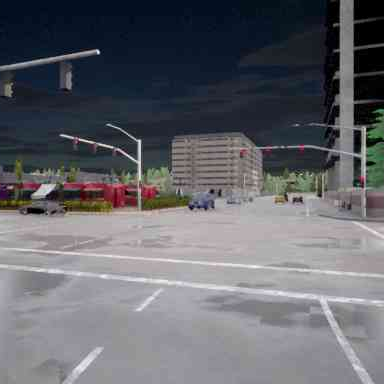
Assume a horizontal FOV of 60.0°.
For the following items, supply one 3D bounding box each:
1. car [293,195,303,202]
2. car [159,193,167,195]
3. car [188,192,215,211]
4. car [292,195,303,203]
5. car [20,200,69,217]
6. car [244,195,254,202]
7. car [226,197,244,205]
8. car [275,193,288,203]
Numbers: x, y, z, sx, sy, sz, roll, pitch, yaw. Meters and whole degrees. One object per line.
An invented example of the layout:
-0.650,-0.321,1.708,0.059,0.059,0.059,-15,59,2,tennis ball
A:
24.780,1.525,77.346,2.128,1.511,4.902,0,0,19,car
-7.924,1.209,81.463,4.605,1.855,1.932,0,0,19,car
1.330,1.221,41.422,2.150,2.045,5.566,0,0,19,car
21.483,1.478,67.604,1.882,1.535,5.008,0,0,19,car
-14.167,1.547,31.804,4.902,1.511,2.128,0,0,20,car
12.530,1.512,73.954,2.128,1.511,4.902,0,0,19,car
7.401,1.601,59.162,1.895,1.301,4.718,0,0,19,car
18.270,1.478,69.010,1.882,1.535,5.008,0,0,19,car
